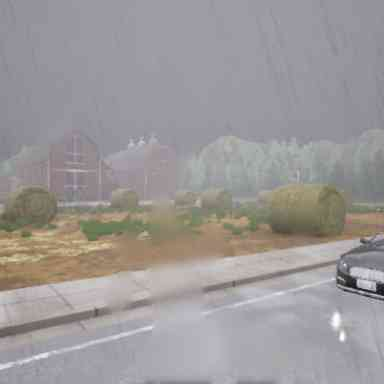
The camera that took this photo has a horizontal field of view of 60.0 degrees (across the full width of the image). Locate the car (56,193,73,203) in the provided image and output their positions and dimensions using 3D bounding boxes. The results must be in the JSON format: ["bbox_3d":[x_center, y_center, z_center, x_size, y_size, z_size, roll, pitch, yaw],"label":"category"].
[{"bbox_3d":[-24.305,1.205,63.541,1.905,1.878,3.866,6,3,8],"label":"car"}]

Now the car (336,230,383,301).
[{"bbox_3d":[5.334,1.519,7.778,4.902,1.511,2.128,0,0,-35],"label":"car"}]
